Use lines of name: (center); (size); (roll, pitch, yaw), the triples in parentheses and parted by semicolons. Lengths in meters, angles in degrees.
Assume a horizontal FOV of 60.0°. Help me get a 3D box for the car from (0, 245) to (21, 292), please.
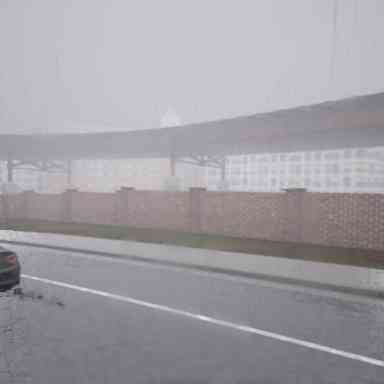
car: (-5.721, 1.491, 7.343); (4.674, 1.442, 1.812); (0, 0, 30)
